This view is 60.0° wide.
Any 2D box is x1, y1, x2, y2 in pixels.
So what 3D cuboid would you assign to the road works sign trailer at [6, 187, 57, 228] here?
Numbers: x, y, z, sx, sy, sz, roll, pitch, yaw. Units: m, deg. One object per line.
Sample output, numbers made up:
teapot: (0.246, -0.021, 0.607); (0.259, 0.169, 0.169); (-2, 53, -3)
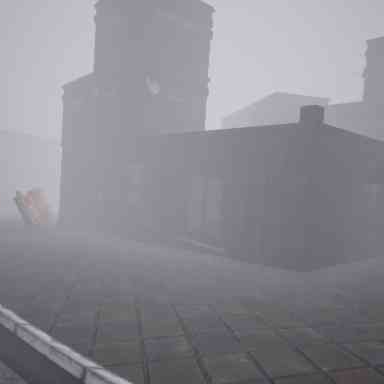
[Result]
road works sign trailer: (-10.517, 1.181, 21.013); (2.880, 2.380, 3.560); (-26, 7, -18)
